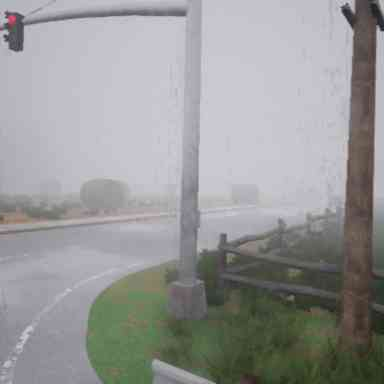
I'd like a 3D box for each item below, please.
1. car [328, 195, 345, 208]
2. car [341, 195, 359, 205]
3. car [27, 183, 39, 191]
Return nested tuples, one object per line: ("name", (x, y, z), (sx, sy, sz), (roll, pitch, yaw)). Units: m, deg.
("car", (19.619, 1.231, 44.534), (1.837, 1.490, 4.892), (2, 1, 34))
("car", (25.182, 1.275, 52.922), (1.994, 1.385, 4.181), (2, 1, 34))
("car", (-37.337, -1.183, 78.519), (1.905, 1.878, 3.866), (7, 2, -13))
